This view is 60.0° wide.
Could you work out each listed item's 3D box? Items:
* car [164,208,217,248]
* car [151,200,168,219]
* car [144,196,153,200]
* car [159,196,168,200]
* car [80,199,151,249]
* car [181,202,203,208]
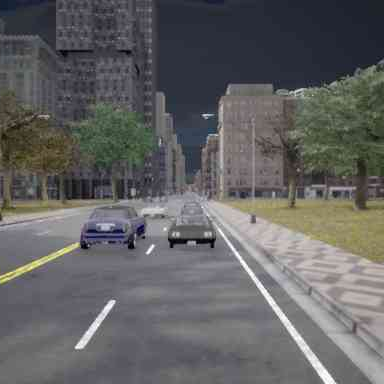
[{"bbox_3d":[0.000,1.622,14.680,1.895,1.301,4.718,0,0,0],"label":"car"},{"bbox_3d":[-3.250,1.638,29.681,1.895,1.301,4.718,0,0,0],"label":"car"},{"bbox_3d":[-9.750,1.626,73.716,1.812,1.442,4.674,0,0,0],"label":"car"},{"bbox_3d":[-6.500,1.604,75.935,2.128,1.511,4.902,0,0,0],"label":"car"},{"bbox_3d":[-3.250,1.372,14.621,2.097,1.767,4.553,0,0,0],"label":"car"},{"bbox_3d":[0.000,1.594,29.650,1.994,1.385,4.181,0,0,0],"label":"car"}]
